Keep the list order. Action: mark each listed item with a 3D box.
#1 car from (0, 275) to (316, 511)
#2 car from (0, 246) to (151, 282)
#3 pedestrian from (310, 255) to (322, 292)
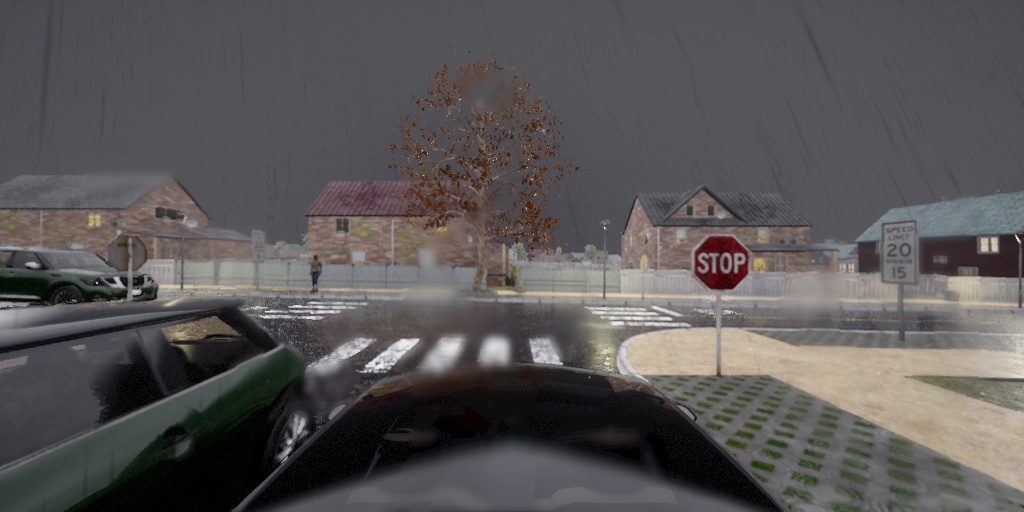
[{"bbox_3d":[-2.844,1.101,1.438,2.097,1.767,4.553,0,0,-2],"label":"car"},{"bbox_3d":[-15.079,0.745,11.756,5.566,2.045,2.150,2,-1,0],"label":"car"},{"bbox_3d":[-9.707,0.841,17.657,0.375,1.860,0.375,0,-2,0],"label":"pedestrian"}]
